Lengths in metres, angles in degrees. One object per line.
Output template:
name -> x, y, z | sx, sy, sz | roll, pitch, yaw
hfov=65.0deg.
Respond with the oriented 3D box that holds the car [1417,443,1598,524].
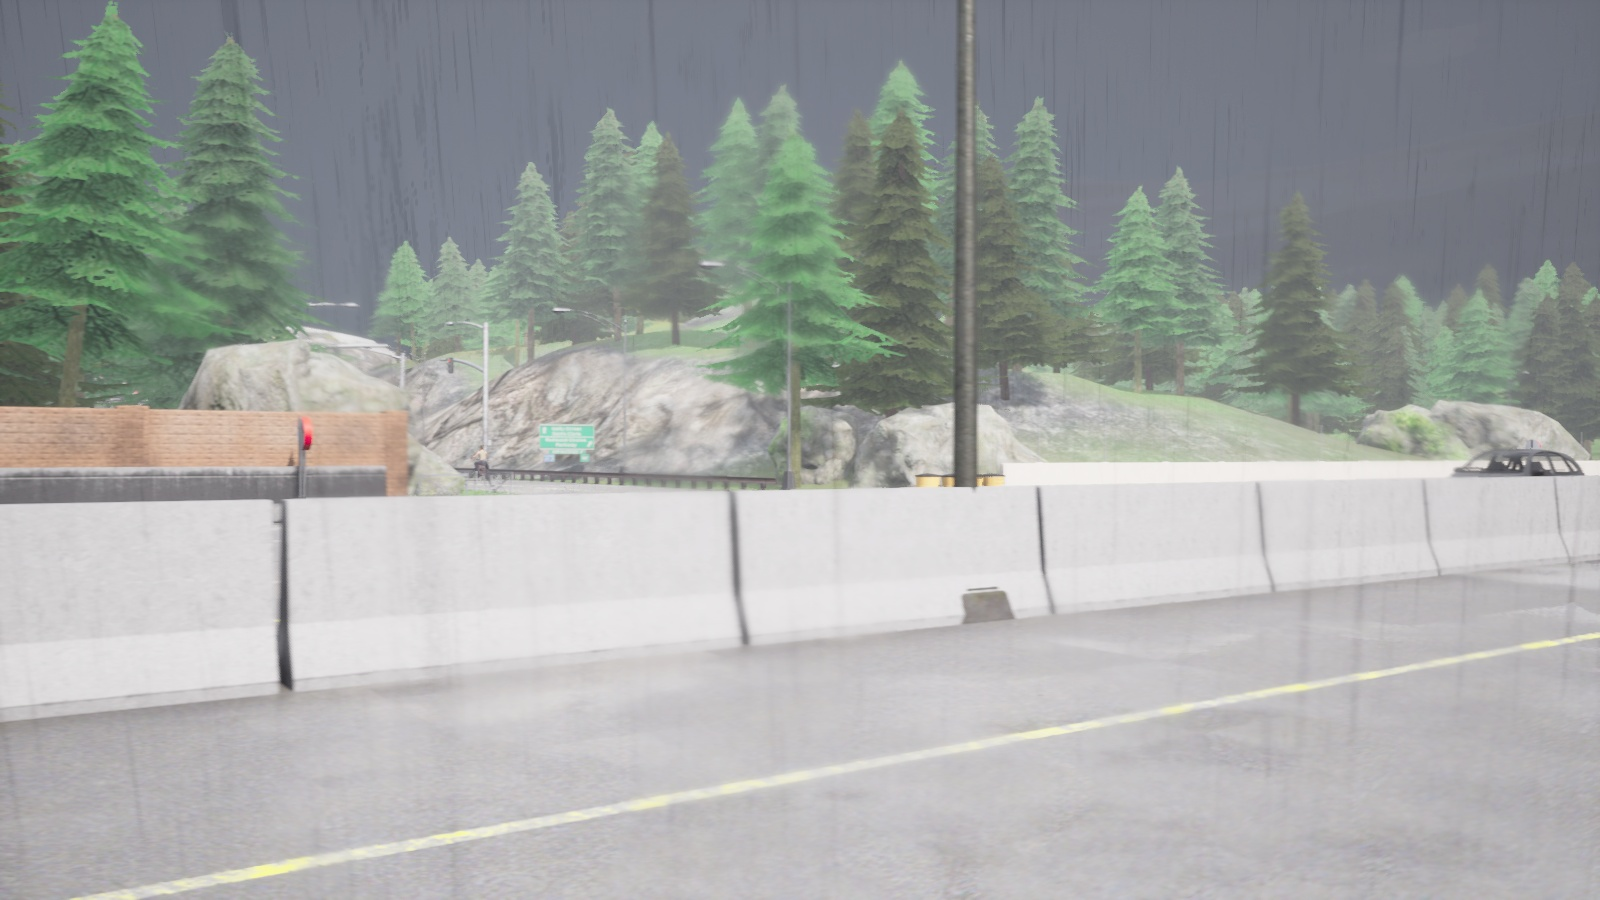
car -> 15.292, 0.677, 27.096 | 3.988, 1.617, 1.851 | 0, 0, -35
